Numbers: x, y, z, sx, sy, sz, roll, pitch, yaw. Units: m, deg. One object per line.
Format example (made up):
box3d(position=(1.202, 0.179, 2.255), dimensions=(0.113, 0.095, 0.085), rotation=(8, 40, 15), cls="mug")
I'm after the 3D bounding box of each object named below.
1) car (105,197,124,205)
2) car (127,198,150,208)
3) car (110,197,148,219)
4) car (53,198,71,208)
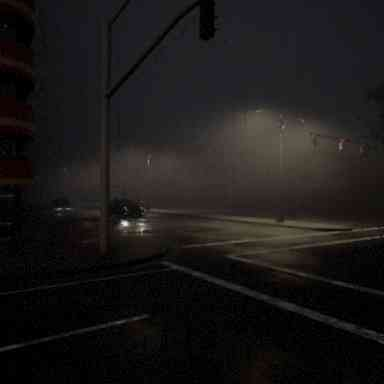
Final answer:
box3d(position=(-14.869, 1.762, 63.728), dimensions=(1.812, 1.442, 4.674), rotation=(1, 0, -35), cls="car")
box3d(position=(-9.012, 1.740, 55.236), dimensions=(1.837, 1.490, 4.892), rotation=(1, 0, -35), cls="car")
box3d(position=(-6.204, 1.472, 30.703), dimensions=(2.097, 1.767, 4.553), rotation=(1, 0, -34), cls="car")
box3d(position=(-19.829, 1.631, 50.607), dimensions=(1.837, 1.490, 4.892), rotation=(1, -1, -34), cls="car")
